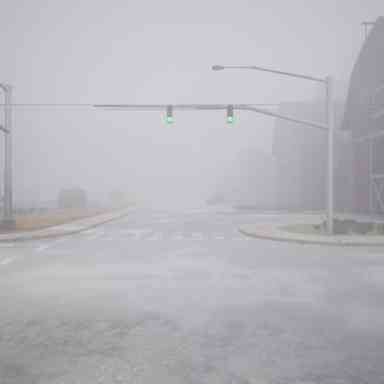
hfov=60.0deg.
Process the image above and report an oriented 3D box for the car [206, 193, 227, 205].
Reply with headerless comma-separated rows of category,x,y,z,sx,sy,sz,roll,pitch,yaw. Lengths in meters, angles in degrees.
car,4.165,1.138,57.253,1.905,1.878,3.866,-8,3,-42
